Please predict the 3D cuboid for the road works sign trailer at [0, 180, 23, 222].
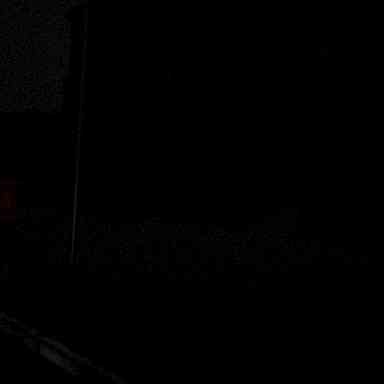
[{"bbox_3d":[-10.935,0.514,17.097,2.880,2.380,3.560,3,3,-7],"label":"road works sign trailer"}]
